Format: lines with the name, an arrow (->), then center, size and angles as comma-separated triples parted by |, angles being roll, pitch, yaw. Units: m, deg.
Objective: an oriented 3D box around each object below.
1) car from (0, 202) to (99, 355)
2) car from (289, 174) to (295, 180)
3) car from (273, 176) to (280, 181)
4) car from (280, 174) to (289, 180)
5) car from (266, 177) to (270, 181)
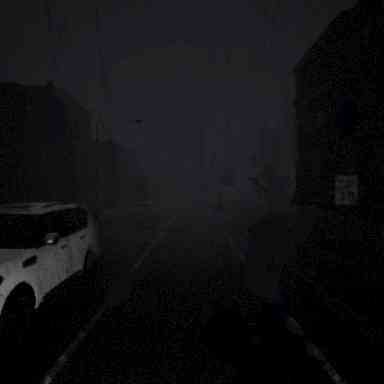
car -> -3.486, 1.248, 6.473 | 2.150, 2.045, 5.566 | 0, 0, 0
car -> 23.737, -3.187, 72.837 | 2.163, 1.488, 4.792 | 0, 1, -6
car -> 22.680, -3.371, 84.037 | 2.097, 1.535, 5.008 | 0, 1, -3
car -> 23.133, -3.421, 78.530 | 2.185, 1.767, 4.553 | 0, 1, -5
car -> 22.343, -3.407, 89.575 | 2.002, 1.452, 4.674 | 0, 1, -2
